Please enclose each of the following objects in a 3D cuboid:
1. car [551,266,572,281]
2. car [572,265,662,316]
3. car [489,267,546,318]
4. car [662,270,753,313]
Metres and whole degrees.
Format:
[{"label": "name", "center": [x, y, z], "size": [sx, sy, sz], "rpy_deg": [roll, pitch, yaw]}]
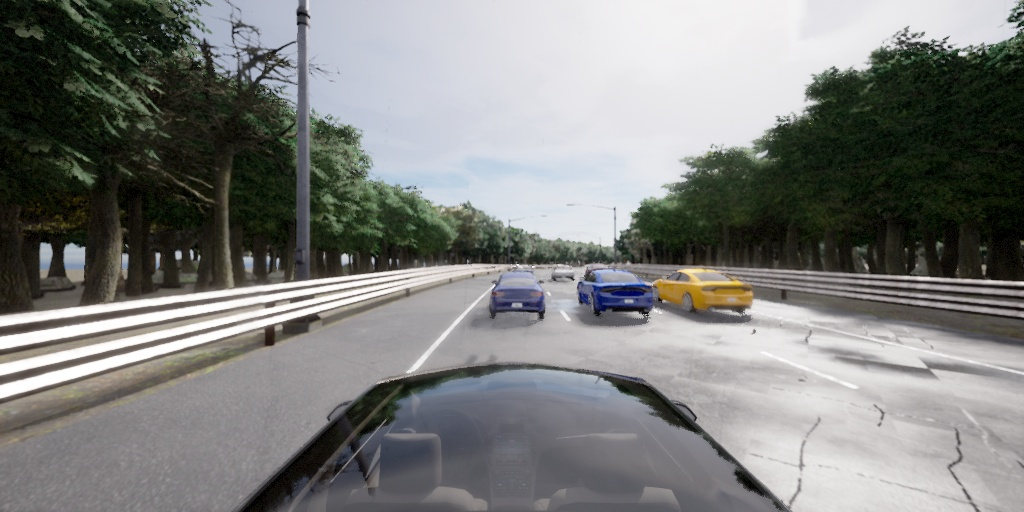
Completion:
[{"label": "car", "center": [4.663, 1.574, 33.258], "size": [1.895, 1.301, 4.718], "rpy_deg": [0, -1, 4]}, {"label": "car", "center": [3.729, 1.275, 13.717], "size": [1.882, 1.535, 5.008], "rpy_deg": [0, 0, 1]}, {"label": "car", "center": [0.212, 1.322, 13.114], "size": [1.812, 1.442, 4.674], "rpy_deg": [0, 0, 1]}, {"label": "car", "center": [7.241, 1.274, 14.186], "size": [1.882, 1.535, 5.008], "rpy_deg": [0, 0, 1]}]
